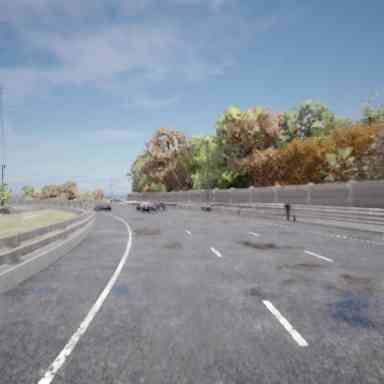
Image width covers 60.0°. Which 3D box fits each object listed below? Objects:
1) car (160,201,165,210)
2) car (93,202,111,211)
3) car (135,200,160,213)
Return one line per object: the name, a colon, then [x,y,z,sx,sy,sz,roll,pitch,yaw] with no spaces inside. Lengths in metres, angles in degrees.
car: [-5.703,2.099,51.906,1.837,1.490,4.892,0,-1,-27]
car: [-14.502,2.255,53.369,1.994,1.385,4.181,0,-1,-30]
car: [-6.390,2.135,45.494,1.895,1.301,4.718,0,-1,-25]
